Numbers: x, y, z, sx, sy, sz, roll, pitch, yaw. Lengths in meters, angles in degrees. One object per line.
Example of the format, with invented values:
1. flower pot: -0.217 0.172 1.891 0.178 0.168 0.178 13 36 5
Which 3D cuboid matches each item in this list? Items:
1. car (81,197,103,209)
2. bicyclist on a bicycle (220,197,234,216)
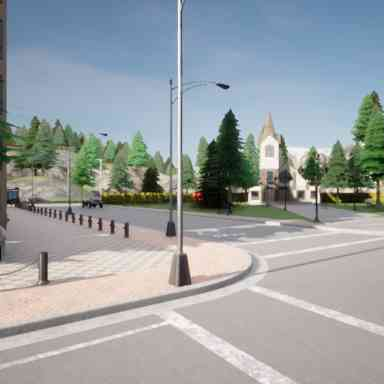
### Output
1. car: -13.784 1.488 45.849 1.837 1.490 4.892 0 0 -34
2. bicyclist on a bicycle: 3.028 1.284 28.499 1.656 1.620 0.582 0 0 -35
